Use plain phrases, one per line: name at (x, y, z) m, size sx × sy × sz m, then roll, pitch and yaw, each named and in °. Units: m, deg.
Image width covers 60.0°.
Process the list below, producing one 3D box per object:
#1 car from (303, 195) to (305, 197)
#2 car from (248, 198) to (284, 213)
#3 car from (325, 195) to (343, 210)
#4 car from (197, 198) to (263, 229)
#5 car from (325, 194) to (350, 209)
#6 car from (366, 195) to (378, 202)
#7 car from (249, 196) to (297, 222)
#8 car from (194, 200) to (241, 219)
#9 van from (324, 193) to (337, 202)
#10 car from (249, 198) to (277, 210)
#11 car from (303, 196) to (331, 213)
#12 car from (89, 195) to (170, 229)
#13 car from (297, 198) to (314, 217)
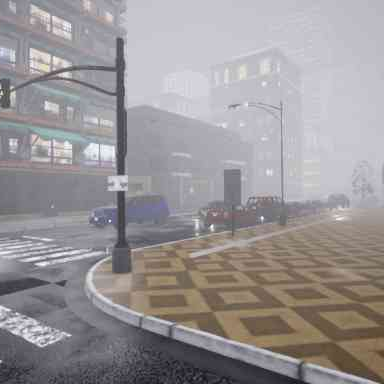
car at (22.589, 1.439, 61.311) m, size 1.752 × 1.417 × 4.829 m, roll -1°, pitch 0°, yaw 36°
car at (8.593, 1.490, 38.156) m, size 2.033 × 1.411 × 5.357 m, roll -1°, pitch 0°, yaw 37°
car at (15.757, 1.415, 38.764) m, size 2.008 × 1.369 × 4.403 m, roll -1°, pitch 0°, yaw 36°
car at (2.481, 1.353, 20.757) m, size 1.967 × 1.590 × 4.097 m, roll -1°, pitch 0°, yaw 36°
car at (19.074, 1.167, 43.267) m, size 2.192 × 1.841 × 5.009 m, roll -1°, pitch 0°, yaw 36°
car at (35.670, 1.334, 65.776) m, size 1.887 × 1.381 × 4.507 m, roll -1°, pitch 0°, yaw 36°
car at (5.798, 1.216, 25.259) m, size 2.192 × 1.841 × 5.009 m, roll -1°, pitch 0°, yaw 36°
car at (2.367, 1.470, 29.723) m, size 1.837 × 1.490 × 4.892 m, roll -1°, pitch 0°, yaw 37°
van at (29.326, 1.229, 70.452) m, size 1.690 × 1.788 × 3.998 m, roll -1°, pitch 0°, yaw 36°
car at (9.314, 1.489, 43.303) m, size 1.752 × 1.417 × 4.829 m, roll -1°, pitch 0°, yaw 36°
car at (12.438, 1.421, 34.262) m, size 1.887 × 1.381 × 4.507 m, roll -1°, pitch 0°, yaw 36°
car at (-3.812, 1.209, 21.311) m, size 2.150 × 2.045 × 5.566 m, roll -1°, pitch 0°, yaw 38°
car at (9.120, 1.471, 29.760) m, size 1.802 × 1.307 × 4.206 m, roll -1°, pitch 0°, yaw 36°
